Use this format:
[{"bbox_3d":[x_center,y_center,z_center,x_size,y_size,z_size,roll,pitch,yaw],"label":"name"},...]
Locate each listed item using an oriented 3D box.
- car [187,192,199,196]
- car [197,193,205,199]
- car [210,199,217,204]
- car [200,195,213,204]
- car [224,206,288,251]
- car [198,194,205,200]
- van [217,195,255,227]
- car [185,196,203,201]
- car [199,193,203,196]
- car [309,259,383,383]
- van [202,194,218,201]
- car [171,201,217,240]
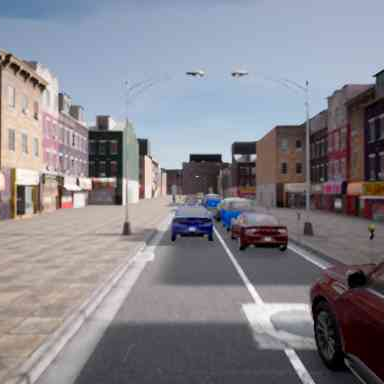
[{"bbox_3d":[-0.056,1.139,55.128,2.097,1.767,4.553,0,0,0],"label":"car"},{"bbox_3d":[2.392,1.150,90.380,1.967,1.590,4.097,1,0,0],"label":"car"},{"bbox_3d":[2.578,1.460,24.788,1.947,1.339,4.313,1,0,0],"label":"car"},{"bbox_3d":[2.482,1.323,58.031,1.887,1.381,4.507,1,0,0],"label":"car"},{"bbox_3d":[2.610,1.485,13.707,1.887,1.381,4.507,1,0,0],"label":"car"},{"bbox_3d":[2.406,1.243,85.047,1.752,1.417,4.829,1,0,0],"label":"car"},{"bbox_3d":[2.597,1.258,19.246,1.690,1.788,3.998,1,0,0],"label":"van"},{"bbox_3d":[-0.010,1.443,38.171,1.895,1.301,4.718,0,0,0],"label":"car"},{"bbox_3d":[2.499,1.235,52.490,1.967,1.590,4.097,1,0,0],"label":"car"},{"bbox_3d":[2.644,1.303,2.624,2.192,1.841,5.009,1,0,0],"label":"car"},{"bbox_3d":[2.533,1.171,41.408,1.690,1.788,3.998,1,0,0],"label":"van"},{"bbox_3d":[-0.012,1.406,16.485,1.882,1.535,5.008,0,0,0],"label":"car"}]
